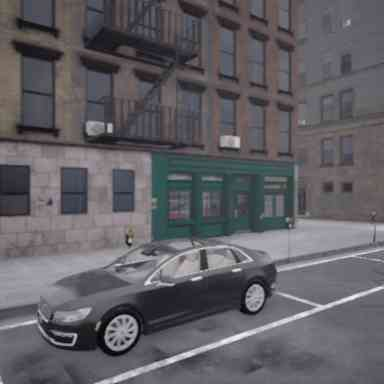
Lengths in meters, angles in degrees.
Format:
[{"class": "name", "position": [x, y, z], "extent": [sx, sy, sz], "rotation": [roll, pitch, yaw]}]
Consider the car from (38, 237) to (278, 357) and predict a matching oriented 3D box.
[{"class": "car", "position": [-0.342, 1.551, 5.946], "extent": [4.403, 1.369, 2.008], "rotation": [0, 0, -36]}]
